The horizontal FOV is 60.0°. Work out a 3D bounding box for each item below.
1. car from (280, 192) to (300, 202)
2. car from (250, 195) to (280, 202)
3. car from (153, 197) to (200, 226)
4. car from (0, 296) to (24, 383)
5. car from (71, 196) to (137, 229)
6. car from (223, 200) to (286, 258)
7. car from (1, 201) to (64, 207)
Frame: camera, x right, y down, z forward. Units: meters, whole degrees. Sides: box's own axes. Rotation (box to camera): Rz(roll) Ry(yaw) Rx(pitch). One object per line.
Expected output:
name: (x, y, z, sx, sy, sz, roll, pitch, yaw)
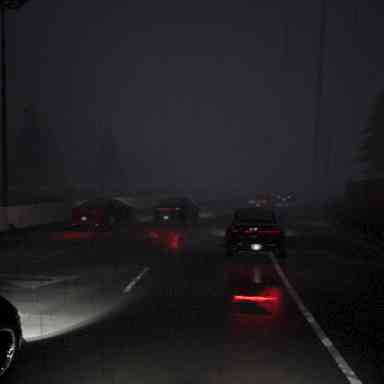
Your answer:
car: (13.302, 0.670, 45.337, 1.895, 1.301, 4.718, 1, 1, 33)
car: (7.201, 0.909, 33.569, 1.895, 1.301, 4.718, 1, 1, 24)
car: (-0.813, 1.076, 19.951, 2.128, 1.511, 4.902, 0, 1, 13)
car: (-3.188, 1.506, 2.549, 1.994, 1.385, 4.181, 0, 1, 2)
car: (-4.726, 1.090, 18.487, 1.882, 1.535, 5.008, 0, 1, 11)
car: (2.176, 1.260, 11.818, 1.837, 1.490, 4.892, 0, 1, 9)
car: (-10.992, 0.987, 23.296, 1.882, 1.535, 5.008, 0, 1, 14)
